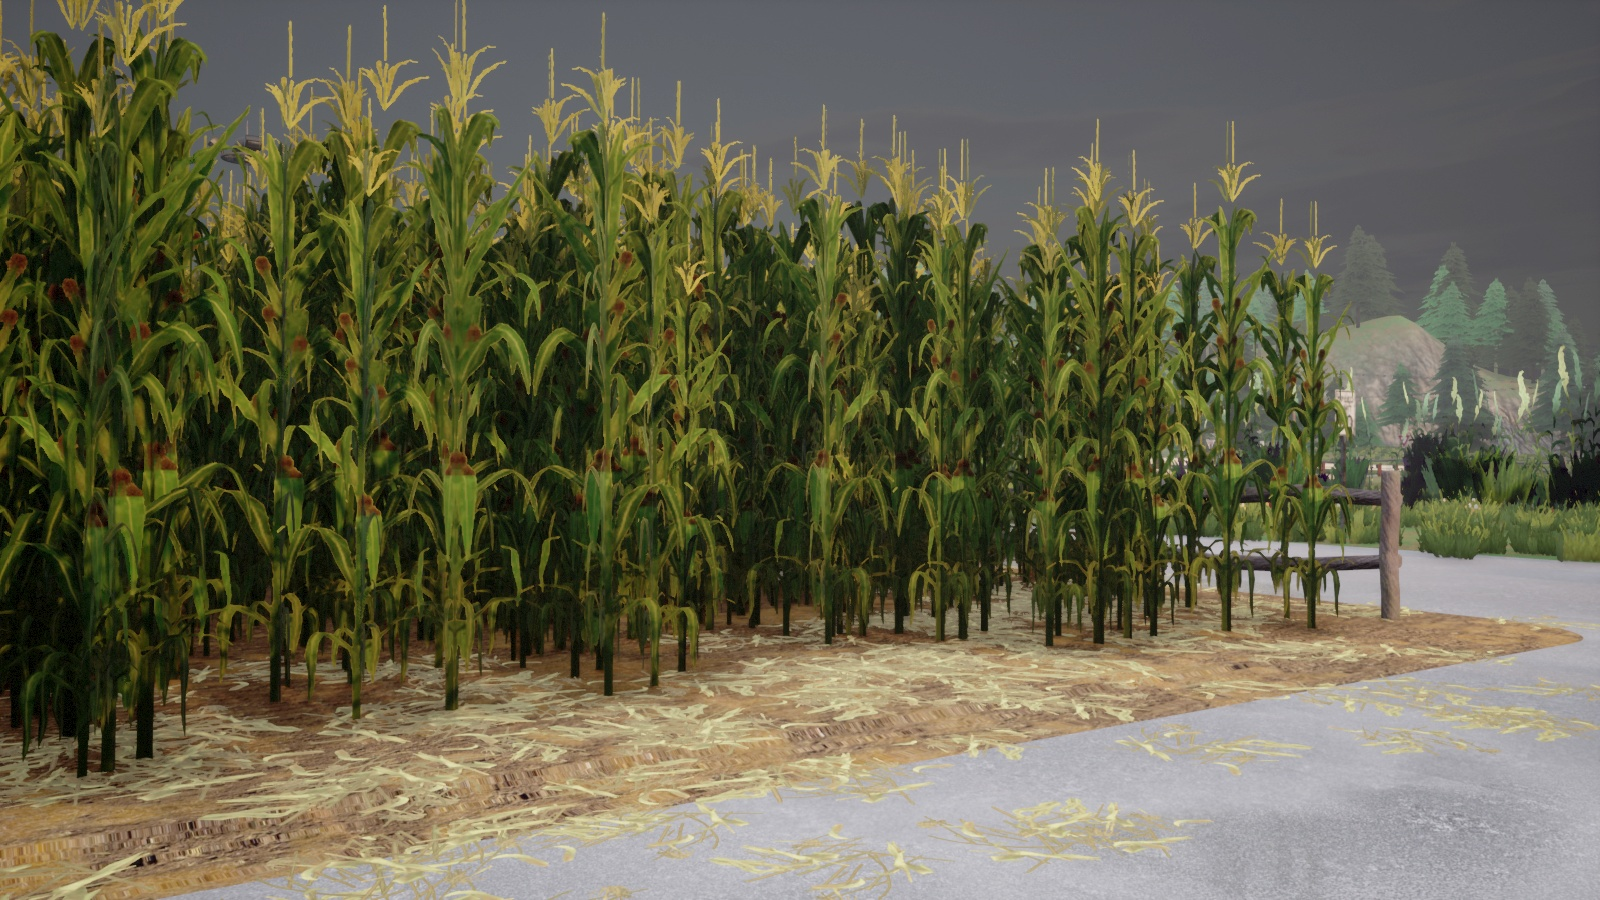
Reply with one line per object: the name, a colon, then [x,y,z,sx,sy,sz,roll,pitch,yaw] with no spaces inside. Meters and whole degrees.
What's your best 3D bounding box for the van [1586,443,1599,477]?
van: [48.718,0.574,73.345,1.775,1.987,4.442,0,0,-29]
